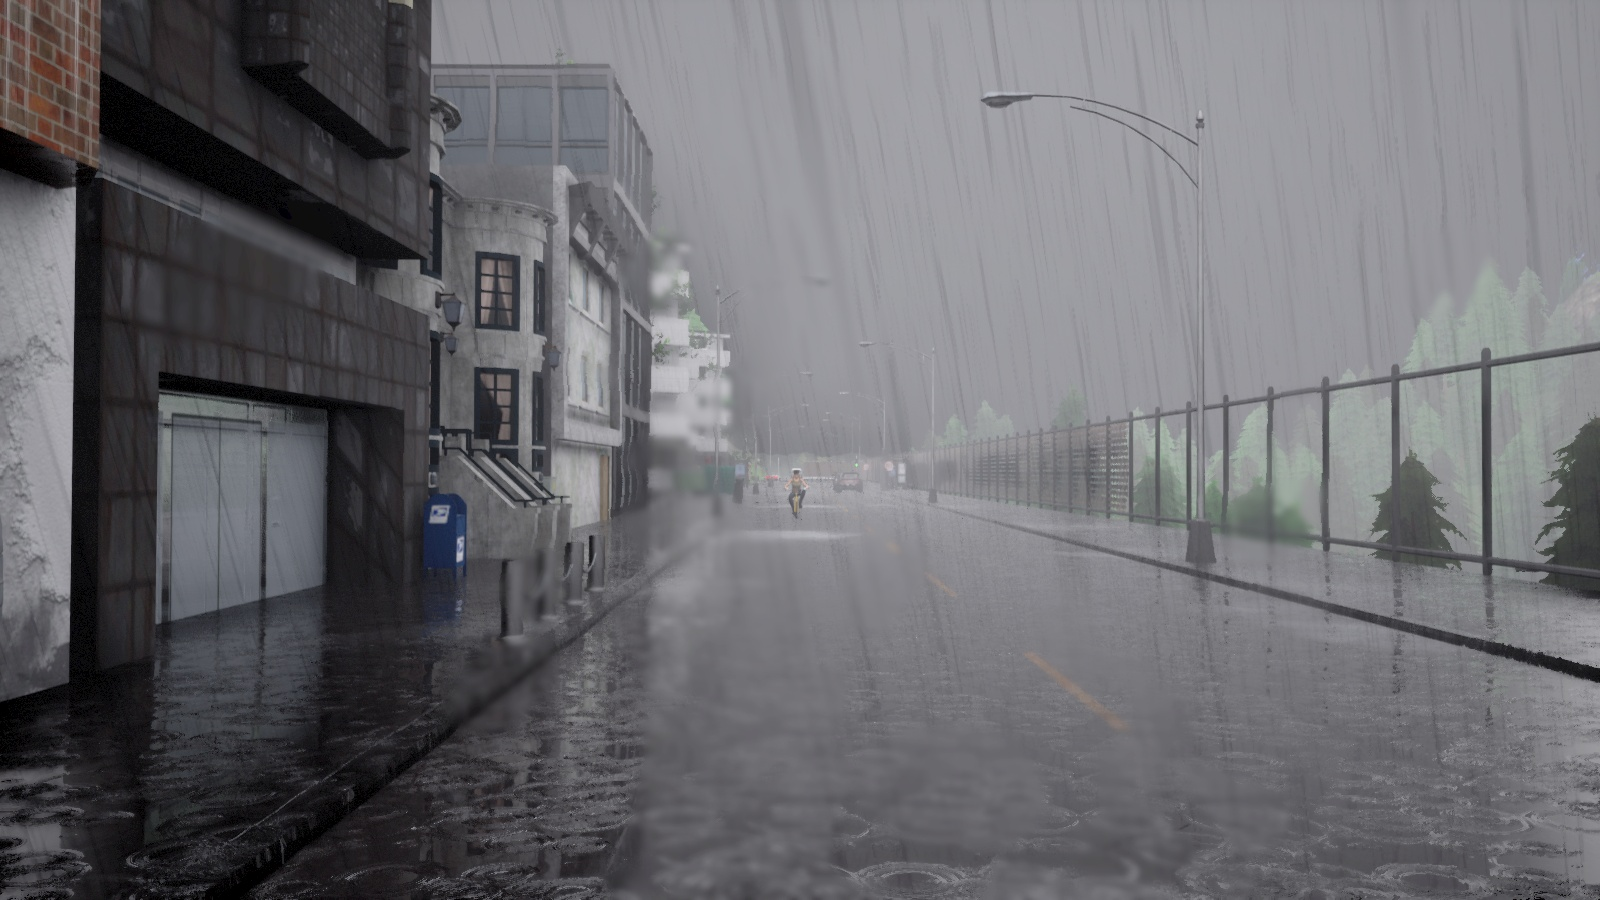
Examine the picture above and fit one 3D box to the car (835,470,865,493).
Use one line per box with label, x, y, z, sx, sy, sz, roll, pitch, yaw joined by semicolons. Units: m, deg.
car;3.760;2.349;94.526;2.033;1.649;4.856;0;-1;0
